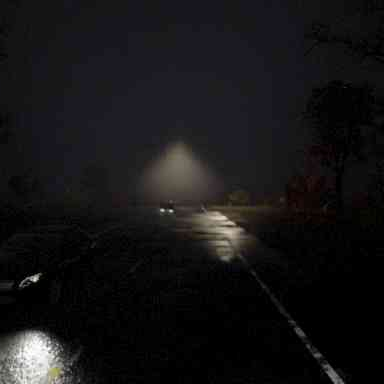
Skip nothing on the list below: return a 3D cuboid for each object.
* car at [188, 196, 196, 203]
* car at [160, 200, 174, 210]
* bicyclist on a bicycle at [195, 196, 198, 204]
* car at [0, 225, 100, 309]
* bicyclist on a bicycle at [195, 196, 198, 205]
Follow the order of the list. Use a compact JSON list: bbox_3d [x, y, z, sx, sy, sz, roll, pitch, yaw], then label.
[{"bbox_3d":[0.006,1.941,81.142,1.994,1.385,4.181,0,0,0],"label":"car"},{"bbox_3d":[-3.581,1.818,48.510,2.033,1.411,5.357,0,0,0],"label":"car"},{"bbox_3d":[0.969,1.748,73.978,0.659,1.776,1.843,0,0,0],"label":"bicyclist on a bicycle"},{"bbox_3d":[-3.598,1.579,8.095,1.812,1.442,4.674,0,0,0],"label":"car"},{"bbox_3d":[0.969,1.800,66.072,0.582,1.620,1.656,0,0,0],"label":"bicyclist on a bicycle"}]
